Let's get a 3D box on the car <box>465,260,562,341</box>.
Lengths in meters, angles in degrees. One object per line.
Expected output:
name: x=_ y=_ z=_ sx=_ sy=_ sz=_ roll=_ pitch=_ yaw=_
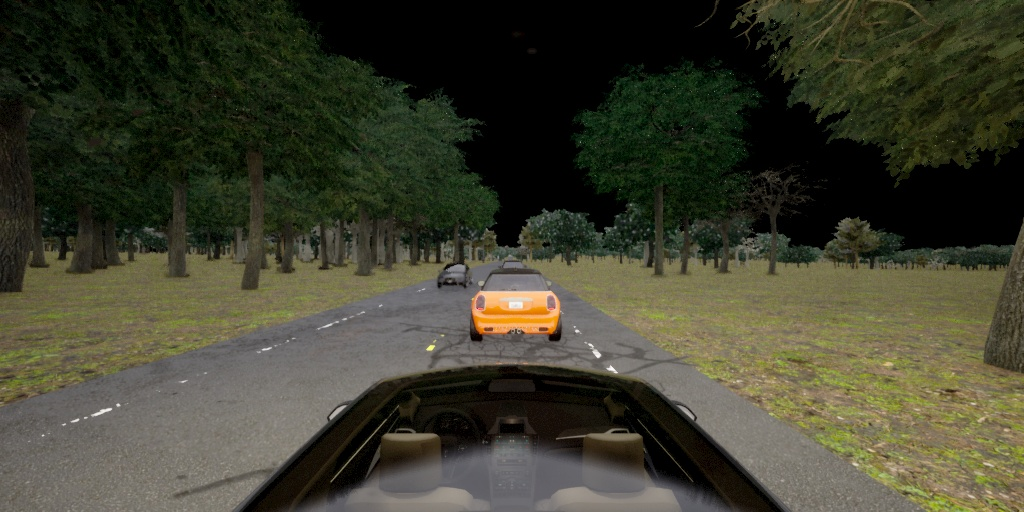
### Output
car: x=0.082 y=1.102 z=10.016 sx=2.097 sy=1.767 sz=4.553 roll=0 pitch=0 yaw=0

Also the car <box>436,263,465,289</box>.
car: x=-3.653 y=1.255 z=23.474 sx=1.837 sy=1.490 sz=4.892 roll=0 pitch=0 yaw=0

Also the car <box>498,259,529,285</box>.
car: x=0.043 y=1.103 z=26.753 sx=2.097 sy=1.767 sz=4.553 roll=0 pitch=0 yaw=-1
